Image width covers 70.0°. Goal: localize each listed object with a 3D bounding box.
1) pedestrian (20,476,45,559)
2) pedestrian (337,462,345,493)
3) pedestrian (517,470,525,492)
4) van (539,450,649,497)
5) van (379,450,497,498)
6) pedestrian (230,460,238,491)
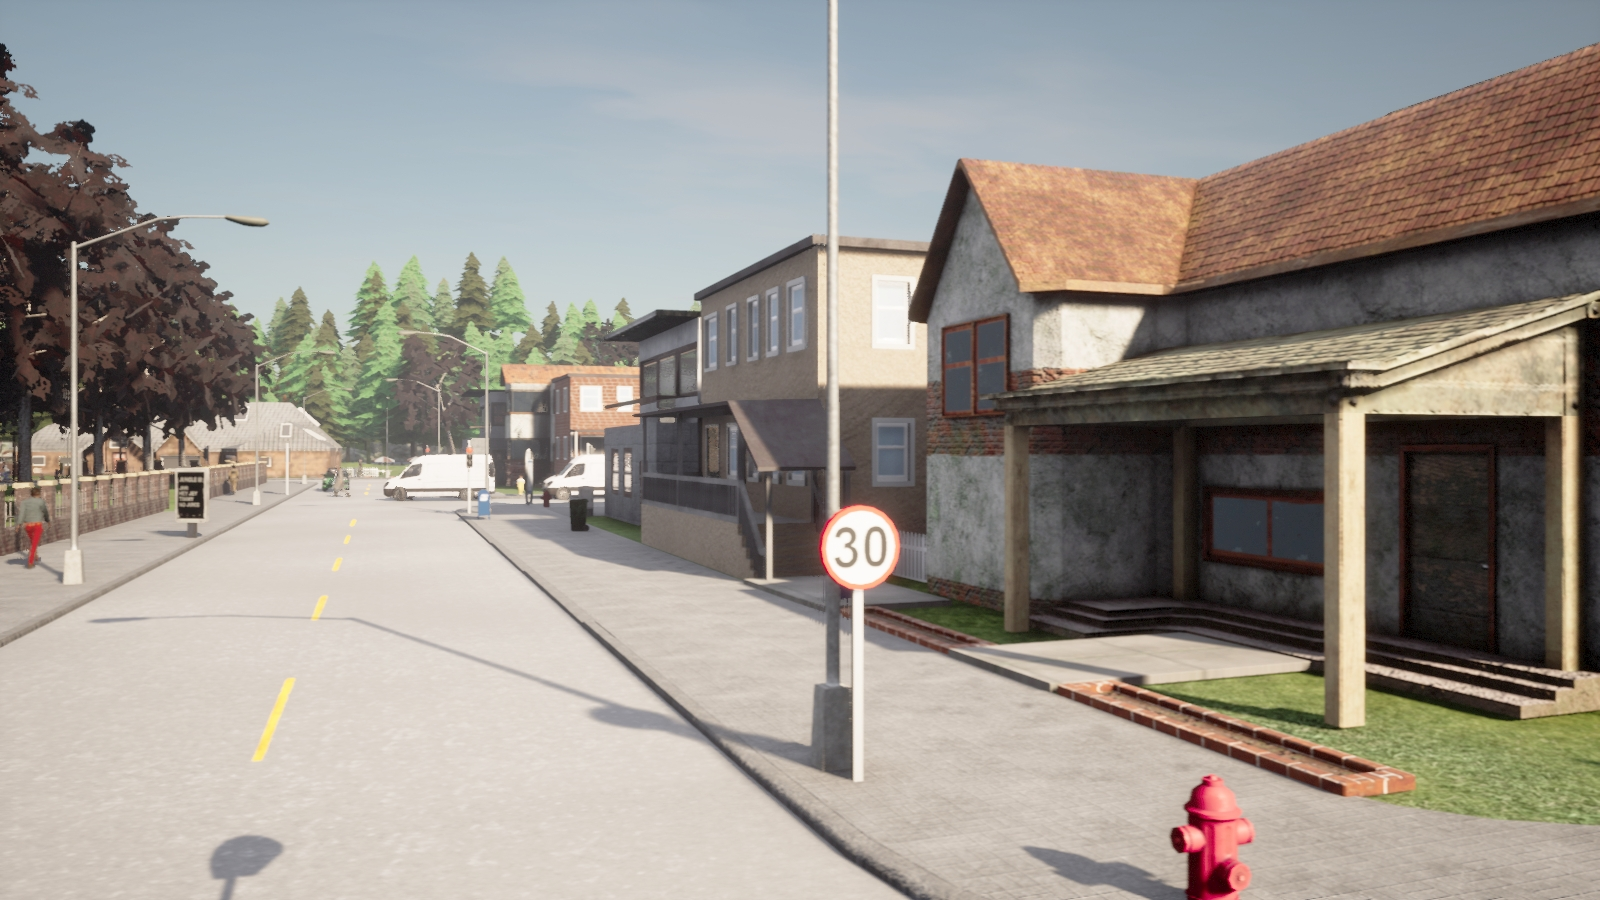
[{"bbox_3d":[-17.521,1.529,26.080,0.375,1.860,0.375,0,0,-18],"label":"pedestrian"},{"bbox_3d":[-27.105,1.630,67.477,0.375,1.860,0.375,0,0,-4],"label":"pedestrian"},{"bbox_3d":[-16.237,1.791,66.417,0.375,1.300,0.375,0,0,-24],"label":"pedestrian"},{"bbox_3d":[-11.729,1.307,65.176,5.915,2.561,1.988,0,0,-20],"label":"van"},{"bbox_3d":[-19.977,1.312,63.264,5.915,2.561,1.988,0,0,-1],"label":"van"},{"bbox_3d":[-33.855,1.530,68.300,0.375,1.860,0.375,0,0,-21],"label":"pedestrian"}]
